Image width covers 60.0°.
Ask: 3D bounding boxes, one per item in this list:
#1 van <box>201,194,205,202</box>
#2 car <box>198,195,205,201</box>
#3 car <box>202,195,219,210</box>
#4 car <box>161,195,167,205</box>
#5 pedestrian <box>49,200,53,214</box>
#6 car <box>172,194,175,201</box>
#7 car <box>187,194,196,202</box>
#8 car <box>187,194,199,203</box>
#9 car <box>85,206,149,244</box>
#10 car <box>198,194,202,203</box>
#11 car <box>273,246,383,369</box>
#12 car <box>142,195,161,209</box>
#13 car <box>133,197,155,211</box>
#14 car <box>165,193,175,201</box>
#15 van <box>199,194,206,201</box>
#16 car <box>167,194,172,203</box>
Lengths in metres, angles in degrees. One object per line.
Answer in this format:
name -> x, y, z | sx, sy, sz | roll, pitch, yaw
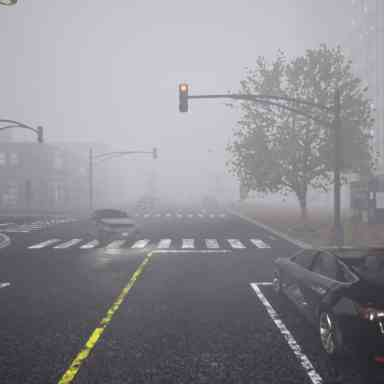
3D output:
van -> 2.624, 1.345, 49.325 | 1.690, 1.788, 3.998 | 0, 0, 0
car -> 2.567, 1.534, 88.352 | 1.752, 1.417, 4.829 | 0, 0, 0
car -> 2.631, 1.528, 43.943 | 1.752, 1.417, 4.829 | 0, 0, 0
car -> -5.765, 1.555, 54.861 | 2.008, 1.369, 4.403 | 0, 0, 0
pedestrian -> -12.792, 1.319, 30.201 | 0.375, 1.300, 0.375 | 0, -1, -1
car -> -5.806, 1.559, 82.616 | 2.008, 1.369, 4.403 | 0, 0, 0
car -> -0.113, 1.363, 79.430 | 2.097, 1.767, 4.553 | 0, 0, 0
car -> -0.008, 1.570, 69.511 | 1.994, 1.385, 4.181 | 0, 0, 0
car -> -3.942, 1.527, 16.148 | 1.812, 1.442, 4.674 | 1, -1, -29
car -> 2.607, 1.556, 60.427 | 2.008, 1.369, 4.403 | 0, 0, 0
car -> 2.687, 1.566, 5.744 | 1.947, 1.339, 4.313 | 0, 0, 0
car -> -5.748, 1.318, 43.759 | 2.192, 1.841, 5.009 | 0, 0, 0
car -> -5.741, 1.584, 38.208 | 1.802, 1.307, 4.206 | 0, 0, 0
car -> -5.813, 1.324, 88.167 | 2.192, 1.841, 5.009 | 0, 0, 0
van -> 2.576, 1.349, 82.631 | 1.690, 1.788, 3.998 | 0, 0, 0
car -> -5.789, 1.532, 71.344 | 1.752, 1.417, 4.829 | 0, 0, 0
